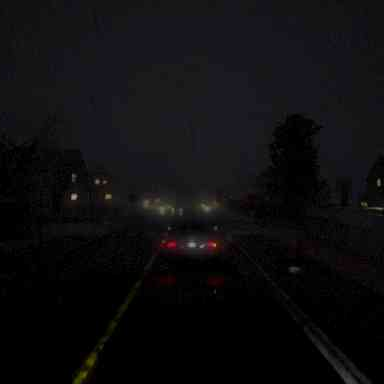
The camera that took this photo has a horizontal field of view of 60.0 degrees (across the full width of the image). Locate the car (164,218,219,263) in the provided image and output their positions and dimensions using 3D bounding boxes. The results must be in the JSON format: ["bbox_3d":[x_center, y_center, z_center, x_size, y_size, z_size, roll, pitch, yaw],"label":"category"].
[{"bbox_3d":[0.014,1.678,12.561,2.033,1.411,5.357,0,-1,0],"label":"car"}]

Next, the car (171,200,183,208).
[{"bbox_3d":[-2.770,2.242,62.600,1.837,1.490,4.892,0,-1,1],"label":"car"}]

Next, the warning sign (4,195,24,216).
[{"bbox_3d":[-15.781,1.166,29.529,1.060,1.860,1.300,0,0,0],"label":"warning sign"}]
